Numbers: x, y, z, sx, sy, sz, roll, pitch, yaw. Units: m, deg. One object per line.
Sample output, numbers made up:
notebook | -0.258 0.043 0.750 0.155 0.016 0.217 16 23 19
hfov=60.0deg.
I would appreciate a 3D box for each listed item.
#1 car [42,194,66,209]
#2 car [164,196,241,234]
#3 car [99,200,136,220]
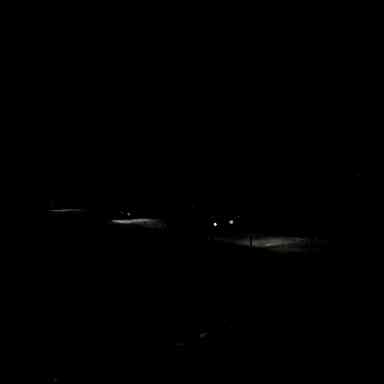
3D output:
car | -19.586 1.290 46.968 2.150 2.045 5.566 0 0 -36
car | 0.441 1.249 19.861 2.150 2.045 5.566 0 0 -37
car | -6.646 1.547 29.400 1.837 1.490 4.892 0 1 -37
